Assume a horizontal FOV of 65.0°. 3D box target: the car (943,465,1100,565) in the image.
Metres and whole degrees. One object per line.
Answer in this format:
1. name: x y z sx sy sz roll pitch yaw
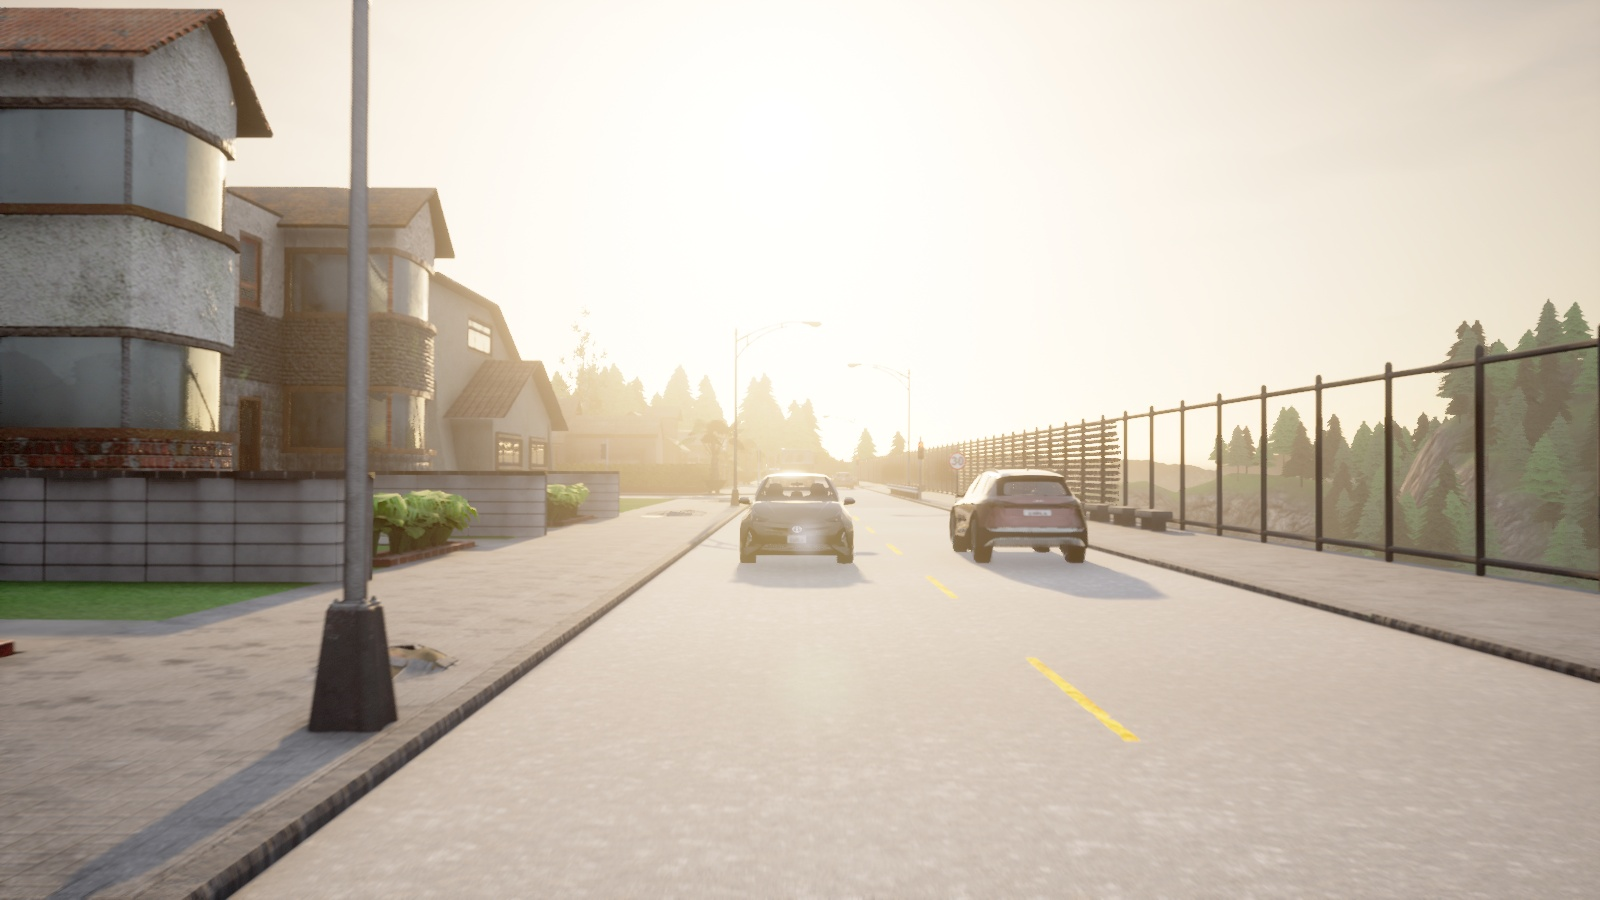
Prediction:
1. car: 3.948 1.119 23.277 2.033 1.649 4.856 0 -1 0

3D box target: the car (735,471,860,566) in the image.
1. car: -0.050 1.138 22.461 2.007 1.525 4.514 0 -1 0
